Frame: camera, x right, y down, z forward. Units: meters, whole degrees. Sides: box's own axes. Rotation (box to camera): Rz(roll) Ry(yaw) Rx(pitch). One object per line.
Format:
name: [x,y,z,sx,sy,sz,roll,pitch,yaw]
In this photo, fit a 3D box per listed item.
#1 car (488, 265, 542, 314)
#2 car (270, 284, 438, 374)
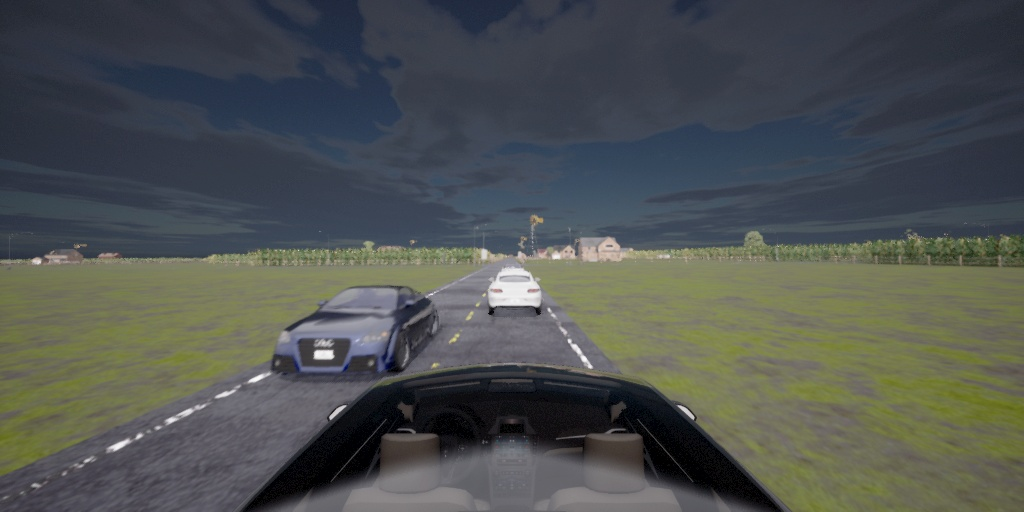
car: [0.093,1.251,13.619,1.812,1.442,4.674,0,0,0]
car: [-2.849,1.302,7.420,1.994,1.385,4.181,0,0,0]
